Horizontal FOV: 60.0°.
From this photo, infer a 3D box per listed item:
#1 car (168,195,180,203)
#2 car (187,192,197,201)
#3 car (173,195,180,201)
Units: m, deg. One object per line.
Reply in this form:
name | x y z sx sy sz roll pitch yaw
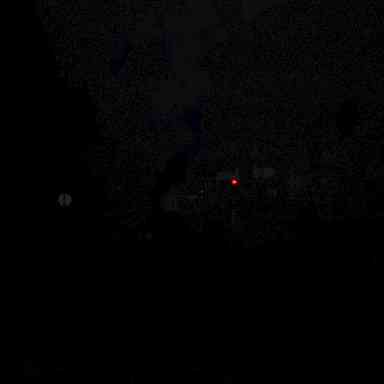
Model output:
car | -3.984 1.589 70.106 1.812 1.442 4.674 0 0 0
car | 0.017 1.110 76.345 2.150 2.045 5.566 0 0 0
car | -3.980 1.587 85.825 1.812 1.442 4.674 0 0 0
